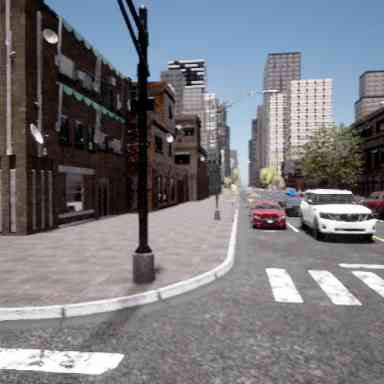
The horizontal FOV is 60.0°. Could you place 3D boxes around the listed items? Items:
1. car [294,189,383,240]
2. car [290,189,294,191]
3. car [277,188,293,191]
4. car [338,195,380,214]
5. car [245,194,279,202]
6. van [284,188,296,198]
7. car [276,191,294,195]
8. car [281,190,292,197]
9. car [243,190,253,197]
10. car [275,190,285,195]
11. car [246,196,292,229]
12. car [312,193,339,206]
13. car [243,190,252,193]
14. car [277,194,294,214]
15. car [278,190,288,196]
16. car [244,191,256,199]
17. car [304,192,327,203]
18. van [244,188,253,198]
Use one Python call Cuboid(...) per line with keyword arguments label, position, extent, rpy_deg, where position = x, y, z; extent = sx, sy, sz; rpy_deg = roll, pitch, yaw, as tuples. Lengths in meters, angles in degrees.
Cuboid(label="car", position=(6.440, 0.912, 15.428), extent=(2.150, 2.045, 5.566), rpy_deg=(0, 1, 8))
Cuboid(label="car", position=(18.096, 0.567, 55.794), extent=(1.802, 1.307, 4.206), rpy_deg=(0, 1, 8))
Cuboid(label="car", position=(15.762, 0.445, 57.738), extent=(2.128, 1.511, 4.902), rpy_deg=(0, 1, 8))
Cuboid(label="car", position=(14.154, 1.023, 28.455), extent=(1.947, 1.339, 4.313), rpy_deg=(0, 1, 8))
Cuboid(label="car", position=(5.071, 1.102, 24.182), extent=(1.947, 1.339, 4.313), rpy_deg=(0, 1, 8))
Cuboid(label="van", position=(19.673, 0.144, 66.727), extent=(1.690, 1.788, 3.998), rpy_deg=(0, 1, 8))
Cuboid(label="car", position=(9.434, 0.881, 35.594), extent=(2.033, 1.411, 5.357), rpy_deg=(0, 1, 8))
Cuboid(label="car", position=(20.486, 0.236, 72.366), extent=(1.752, 1.417, 4.829), rpy_deg=(0, 1, 8))
Cuboid(label="car", position=(11.379, 0.337, 67.926), extent=(2.008, 1.369, 4.403), rpy_deg=(0, 1, 8))
Cuboid(label="car", position=(22.039, 0.100, 83.135), extent=(1.947, 1.339, 4.313), rpy_deg=(0, 1, 8))
Cuboid(label="car", position=(4.196, 1.177, 18.730), extent=(1.887, 1.381, 4.507), rpy_deg=(0, 1, 8))
Cuboid(label="car", position=(15.731, 0.831, 39.391), extent=(1.947, 1.339, 4.313), rpy_deg=(0, 1, 8))
Cuboid(label="car", position=(8.225, 0.736, 46.055), extent=(1.802, 1.307, 4.206), rpy_deg=(0, 1, 8))
Cuboid(label="car", position=(7.893, 1.078, 25.378), extent=(1.994, 1.385, 4.181), rpy_deg=(0, 1, 9))
Cuboid(label="car", position=(21.250, 0.206, 77.666), extent=(1.802, 1.307, 4.206), rpy_deg=(0, 1, 8))
Cuboid(label="car", position=(6.624, 0.872, 34.949), extent=(1.752, 1.417, 4.829), rpy_deg=(0, 1, 8))
Cuboid(label="car", position=(16.519, 0.722, 44.858), extent=(2.008, 1.369, 4.403), rpy_deg=(0, 1, 8))
Cuboid(label="van", position=(10.590, 0.218, 62.454), extent=(1.690, 1.788, 3.998), rpy_deg=(0, 1, 8))
